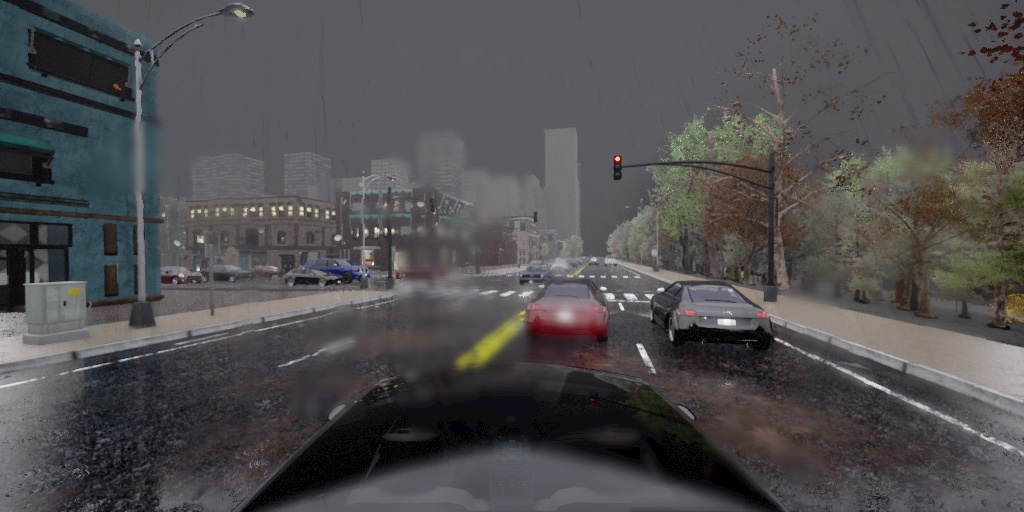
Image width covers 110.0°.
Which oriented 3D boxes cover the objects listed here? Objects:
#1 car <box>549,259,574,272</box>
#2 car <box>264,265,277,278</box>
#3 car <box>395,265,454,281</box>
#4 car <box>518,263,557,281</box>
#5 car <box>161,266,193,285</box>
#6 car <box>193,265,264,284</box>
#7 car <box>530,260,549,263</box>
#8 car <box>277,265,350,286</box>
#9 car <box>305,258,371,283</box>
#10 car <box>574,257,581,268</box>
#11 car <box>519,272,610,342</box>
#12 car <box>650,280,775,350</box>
[{"bbox_3d":[5.849,1.261,42.118,1.812,1.442,4.674,0,0,13],"label":"car"},{"bbox_3d":[-26.355,1.654,38.389,4.207,1.307,1.802,0,0,13],"label":"car"},{"bbox_3d":[-7.565,1.461,30.921,4.718,1.301,1.895,-1,0,4],"label":"car"},{"bbox_3d":[1.756,1.344,24.914,1.895,1.301,4.718,0,0,13],"label":"car"},{"bbox_3d":[-28.301,1.596,30.237,4.097,1.591,1.967,0,0,13],"label":"car"},{"bbox_3d":[-25.457,1.582,32.216,5.008,1.535,1.882,-1,0,13],"label":"car"},{"bbox_3d":[3.105,1.239,44.643,1.837,1.490,4.892,0,0,13],"label":"car"},{"bbox_3d":[-14.833,1.563,26.893,4.313,1.339,1.948,0,0,13],"label":"car"},{"bbox_3d":[-14.490,1.195,29.593,5.566,2.045,2.150,-1,0,14],"label":"car"},{"bbox_3d":[9.799,1.327,58.684,1.895,1.301,4.718,0,0,14],"label":"car"},{"bbox_3d":[1.650,1.312,9.962,1.994,1.385,4.181,0,0,13],"label":"car"},{"bbox_3d":[4.816,1.311,9.224,1.994,1.385,4.181,0,0,13],"label":"car"}]
